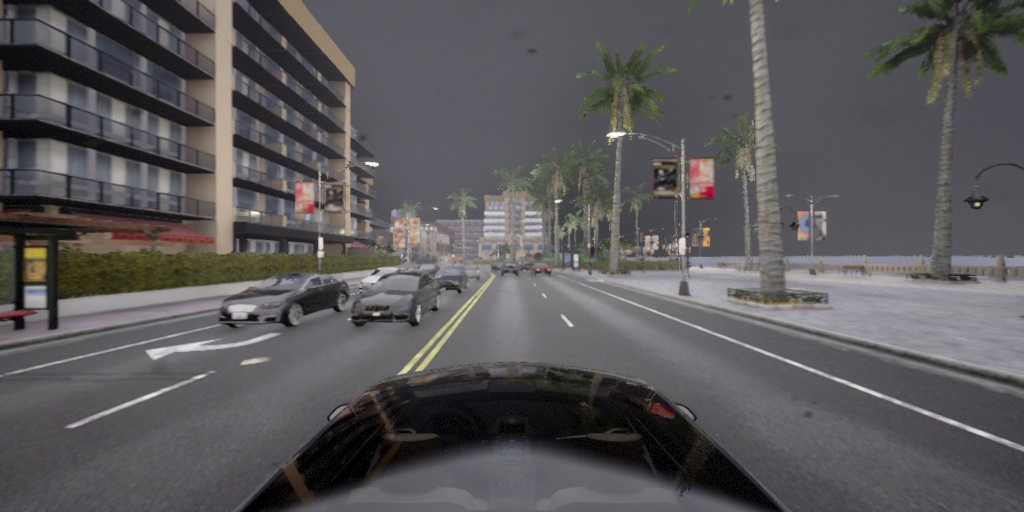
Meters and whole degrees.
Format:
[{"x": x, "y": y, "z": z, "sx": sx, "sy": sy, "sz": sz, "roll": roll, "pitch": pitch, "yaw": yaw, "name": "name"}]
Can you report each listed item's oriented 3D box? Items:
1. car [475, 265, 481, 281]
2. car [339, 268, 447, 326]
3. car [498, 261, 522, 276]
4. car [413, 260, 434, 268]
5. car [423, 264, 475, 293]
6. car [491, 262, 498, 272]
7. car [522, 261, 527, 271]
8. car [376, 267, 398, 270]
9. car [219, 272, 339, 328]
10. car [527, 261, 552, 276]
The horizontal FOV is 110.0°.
[{"x": -3.760, "y": 1.490, "z": 32.157, "sx": 1.895, "sy": 1.301, "sz": 4.718, "roll": 0, "pitch": 0, "yaw": -3, "name": "car"}, {"x": -3.636, "y": 1.312, "z": 12.006, "sx": 1.837, "sy": 1.490, "sz": 4.892, "roll": 0, "pitch": 0, "yaw": 0, "name": "car"}, {"x": -0.298, "y": 1.408, "z": 39.412, "sx": 1.837, "sy": 1.490, "sz": 4.892, "roll": 0, "pitch": 0, "yaw": -4, "name": "car"}, {"x": -7.259, "y": 1.377, "z": 31.145, "sx": 1.882, "sy": 1.535, "sz": 5.008, "roll": 0, "pitch": 0, "yaw": -1, "name": "car"}, {"x": -3.685, "y": 1.394, "z": 21.714, "sx": 2.033, "sy": 1.411, "sz": 5.357, "roll": 0, "pitch": 0, "yaw": -1, "name": "car"}, {"x": -1.824, "y": 1.557, "z": 50.820, "sx": 1.895, "sy": 1.301, "sz": 4.718, "roll": 0, "pitch": 0, "yaw": -12, "name": "car"}, {"x": 1.670, "y": 1.449, "z": 51.222, "sx": 1.837, "sy": 1.490, "sz": 4.892, "roll": 0, "pitch": 0, "yaw": -12, "name": "car"}, {"x": -7.187, "y": 1.382, "z": 20.777, "sx": 1.812, "sy": 1.442, "sz": 4.674, "roll": 0, "pitch": 0, "yaw": 0, "name": "car"}, {"x": -7.136, "y": 1.312, "z": 11.843, "sx": 2.128, "sy": 1.511, "sz": 4.902, "roll": 0, "pitch": 0, "yaw": 0, "name": "car"}, {"x": 3.170, "y": 1.493, "z": 40.248, "sx": 1.895, "sy": 1.301, "sz": 4.718, "roll": 0, "pitch": 0, "yaw": -4, "name": "car"}]
